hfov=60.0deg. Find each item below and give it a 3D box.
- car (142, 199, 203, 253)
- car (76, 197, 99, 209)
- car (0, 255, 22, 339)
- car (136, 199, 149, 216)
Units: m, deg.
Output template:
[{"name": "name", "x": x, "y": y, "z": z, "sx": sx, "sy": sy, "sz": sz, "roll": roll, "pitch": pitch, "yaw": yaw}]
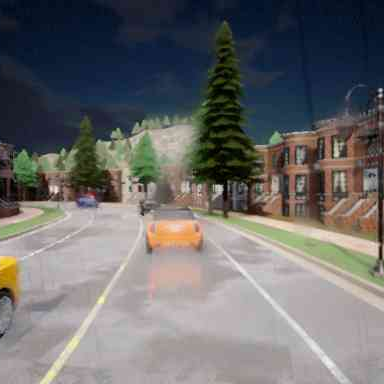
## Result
[{"name": "car", "x": -0.814, "y": 1.348, "z": 13.881, "sx": 2.097, "sy": 1.767, "sz": 4.553, "roll": 0, "pitch": 0, "yaw": -6}, {"name": "car", "x": -14.276, "y": 1.494, "z": 45.401, "sx": 1.882, "sy": 1.535, "sz": 5.008, "roll": 0, "pitch": 0, "yaw": -35}, {"name": "car", "x": -3.777, "y": 1.485, "z": 3.638, "sx": 1.882, "sy": 1.535, "sz": 5.008, "roll": 0, "pitch": 0, "yaw": -2}, {"name": "car", "x": -4.273, "y": 1.502, "z": 32.637, "sx": 1.837, "sy": 1.490, "sz": 4.892, "roll": 0, "pitch": 0, "yaw": -15}]
